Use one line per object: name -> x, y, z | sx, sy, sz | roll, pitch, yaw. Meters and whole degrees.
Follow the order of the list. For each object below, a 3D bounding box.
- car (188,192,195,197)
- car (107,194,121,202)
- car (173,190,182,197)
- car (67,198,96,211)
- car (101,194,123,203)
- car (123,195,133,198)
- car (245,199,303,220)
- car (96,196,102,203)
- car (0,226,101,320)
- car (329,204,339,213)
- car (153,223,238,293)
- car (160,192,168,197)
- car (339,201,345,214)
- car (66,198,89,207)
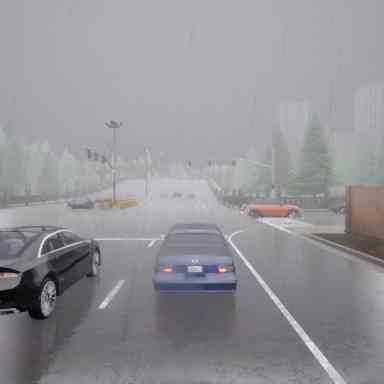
car -> -0.212, 0.642, 85.814 | 1.895, 1.301, 4.718 | 0, 6, 0
car -> -17.646, 1.245, 75.449 | 2.128, 1.511, 4.902 | 0, 2, 0
car -> -3.719, 0.295, 87.040 | 2.097, 1.767, 4.553 | 0, 6, 0
car -> -13.730, 1.477, 41.708 | 1.882, 1.535, 5.008 | 0, 0, -6
car -> -14.131, 1.526, 58.955 | 1.812, 1.442, 4.674 | 0, 0, 0
car -> -14.125, 1.330, 72.158 | 1.882, 1.535, 5.008 | 0, 1, 0
car -> 6.765, 1.352, 27.689 | 4.553, 1.767, 2.097 | 0, 0, 3
car -> -17.606, 1.559, 64.702 | 1.994, 1.385, 4.181 | 0, 0, 0
car -> -3.437, 1.492, 7.308 | 2.128, 1.511, 4.902 | 0, 0, 0
car -> 16.845, 1.505, 34.721 | 4.892, 1.490, 1.837 | 0, 0, 0
car -> 0.071, 1.547, 8.982 | 2.033, 1.411, 5.357 | 0, 0, 0
car -> -7.212, 0.638, 85.825 | 1.895, 1.301, 4.718 | 0, 6, 0
car -> 16.551, 1.564, 31.220 | 4.181, 1.385, 1.994 | 0, 0, 0
car -> -17.637, 1.601, 51.371 | 1.895, 1.301, 4.718 | 0, 0, 0
